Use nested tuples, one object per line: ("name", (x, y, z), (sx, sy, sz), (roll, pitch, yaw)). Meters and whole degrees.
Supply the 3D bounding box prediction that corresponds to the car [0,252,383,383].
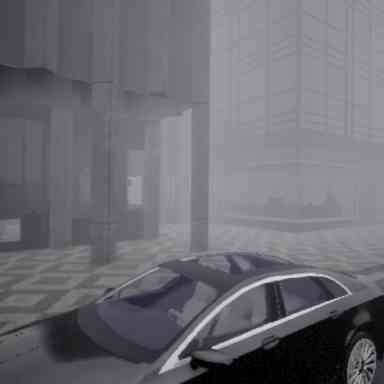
("car", (0.182, 1.491, 3.507), (4.902, 1.511, 2.128), (0, 0, -36))
